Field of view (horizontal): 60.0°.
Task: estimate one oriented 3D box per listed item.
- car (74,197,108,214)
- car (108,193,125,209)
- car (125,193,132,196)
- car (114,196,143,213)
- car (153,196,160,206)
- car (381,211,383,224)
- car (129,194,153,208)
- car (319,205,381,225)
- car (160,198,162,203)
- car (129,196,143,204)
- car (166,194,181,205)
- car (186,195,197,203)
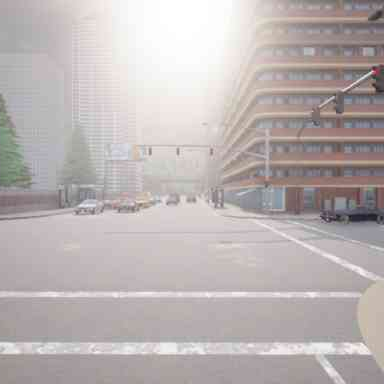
[{"bbox_3d":[-10.658,1.523,34.893,1.812,1.442,4.674,0,0,2],"label":"car"},{"bbox_3d":[-10.672,1.348,43.839,2.097,1.767,4.553,0,0,0],"label":"car"},{"bbox_3d":[-10.683,1.217,53.568,2.150,2.045,5.566,0,0,0],"label":"car"},{"bbox_3d":[-7.148,1.522,37.730,1.812,1.442,4.674,0,0,0],"label":"car"},{"bbox_3d":[-7.179,1.487,56.548,2.128,1.511,4.902,0,0,0],"label":"car"},{"bbox_3d":[12.047,1.448,15.975,4.892,1.490,1.837,0,0,-10],"label":"car"},{"bbox_3d":[-7.177,1.473,47.069,1.882,1.535,5.008,0,0,0],"label":"car"},{"bbox_3d":[11.384,1.543,23.162,4.718,1.301,1.895,0,0,-13],"label":"car"},{"bbox_3d":[-7.138,1.520,66.773,1.812,1.442,4.674,0,0,0],"label":"car"},{"bbox_3d":[-10.651,1.499,63.985,1.837,1.490,4.892,0,0,0],"label":"car"},{"bbox_3d":[-3.497,1.542,58.154,2.033,1.411,5.357,0,0,0],"label":"car"},{"bbox_3d":[-0.118,1.344,69.644,2.097,1.767,4.553,0,0,0],"label":"car"}]
